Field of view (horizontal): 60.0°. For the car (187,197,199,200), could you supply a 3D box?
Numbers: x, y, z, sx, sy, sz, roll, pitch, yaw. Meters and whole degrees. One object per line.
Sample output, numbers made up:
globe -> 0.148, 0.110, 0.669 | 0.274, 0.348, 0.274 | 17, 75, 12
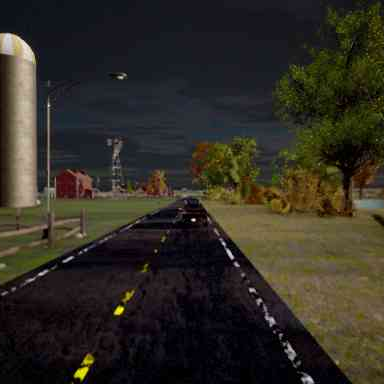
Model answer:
car -> 0.106, 1.438, 42.052 | 2.097, 1.767, 4.553 | 0, 0, 0

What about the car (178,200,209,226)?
car -> 0.102, 1.526, 23.513 | 1.837, 1.490, 4.892 | 0, 0, 0
